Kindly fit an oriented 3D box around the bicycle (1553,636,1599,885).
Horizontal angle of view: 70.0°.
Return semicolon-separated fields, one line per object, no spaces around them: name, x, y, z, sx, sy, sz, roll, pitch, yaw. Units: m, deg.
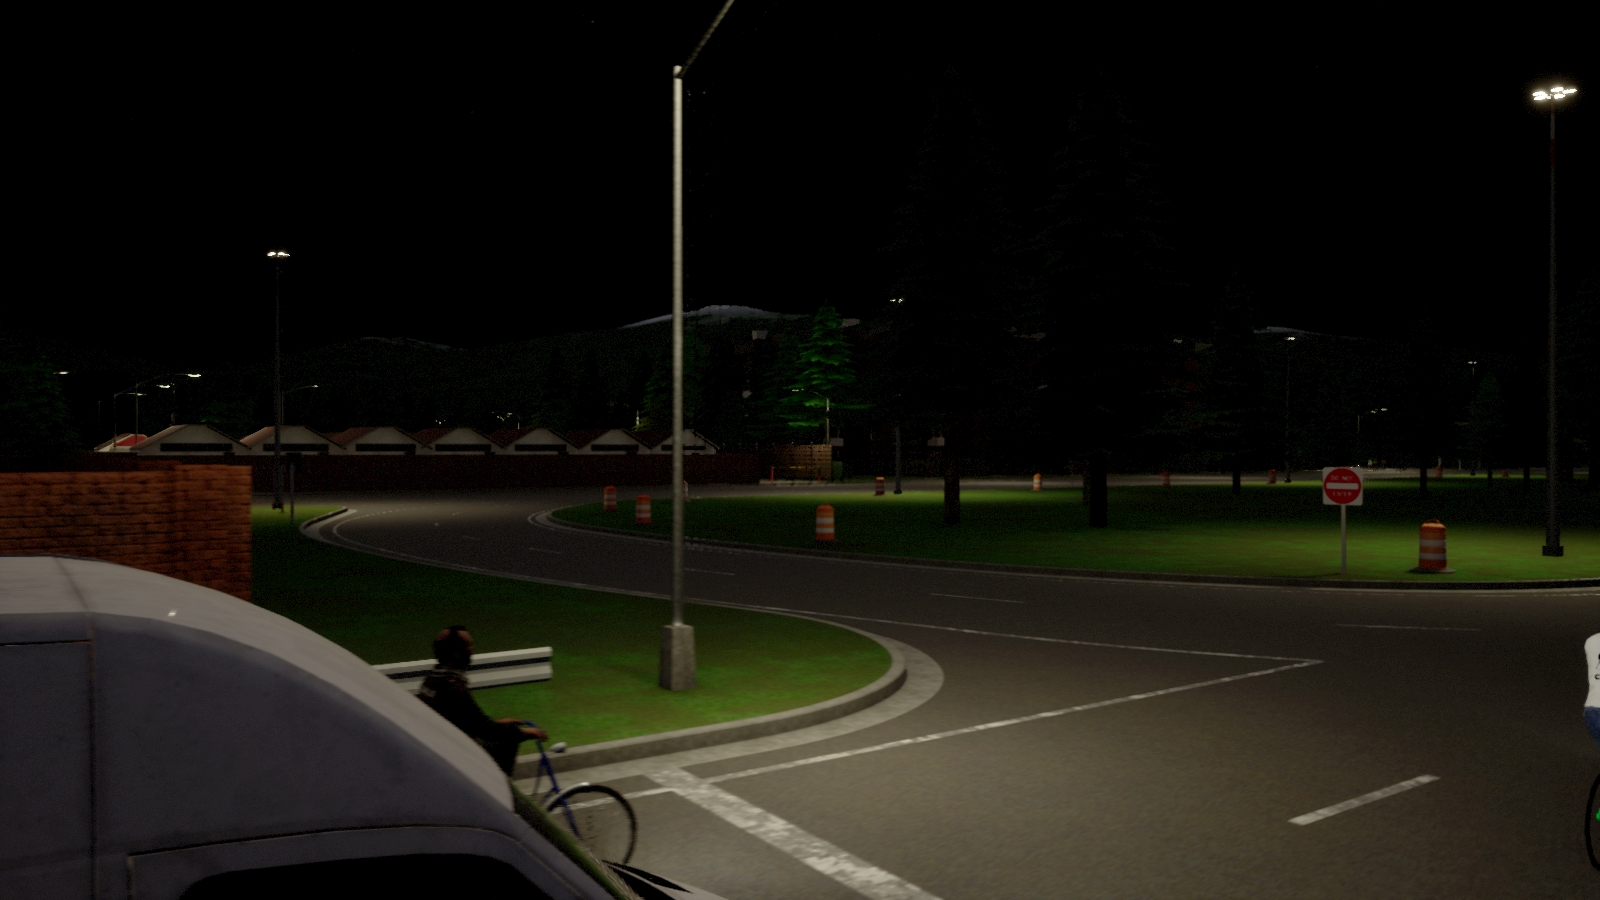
bicycle;5.763;2.053;7.886;1.643;1.496;0.373;0;0;-35

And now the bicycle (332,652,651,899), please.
bicycle;-1.784;2.059;6.814;1.835;1.471;0.329;0;0;-35

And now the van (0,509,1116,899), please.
van;-2.100;1.534;2.293;5.915;2.561;1.988;0;0;-35
